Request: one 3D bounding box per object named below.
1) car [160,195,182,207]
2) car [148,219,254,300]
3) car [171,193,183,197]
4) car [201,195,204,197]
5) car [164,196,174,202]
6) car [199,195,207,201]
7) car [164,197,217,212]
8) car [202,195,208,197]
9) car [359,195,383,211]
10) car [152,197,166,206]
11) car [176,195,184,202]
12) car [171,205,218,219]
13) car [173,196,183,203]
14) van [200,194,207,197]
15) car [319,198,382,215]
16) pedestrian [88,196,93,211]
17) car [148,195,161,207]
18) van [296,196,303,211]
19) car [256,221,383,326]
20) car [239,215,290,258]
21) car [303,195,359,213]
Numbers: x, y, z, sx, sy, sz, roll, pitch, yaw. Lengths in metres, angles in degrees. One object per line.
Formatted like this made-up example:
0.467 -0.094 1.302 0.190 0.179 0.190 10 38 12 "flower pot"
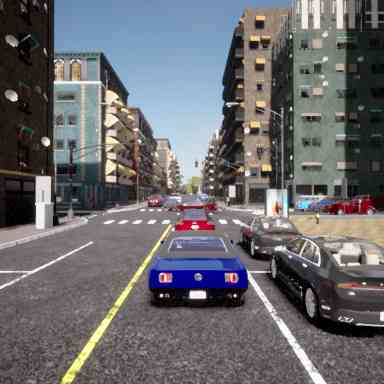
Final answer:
-2.974 1.565 48.709 2.033 1.411 5.357 0 0 1 "car"
0.121 1.603 8.347 1.895 1.301 4.718 0 0 0 "car"
-2.923 1.244 58.710 2.150 2.045 5.566 0 0 1 "car"
2.849 1.603 56.294 1.802 1.307 4.206 1 0 0 "car"
-5.471 1.597 78.641 1.947 1.339 4.313 1 0 0 "car"
2.938 1.581 89.721 1.887 1.381 4.507 1 0 0 "car"
0.040 1.572 35.065 5.357 1.411 2.033 0 -1 1 "car"
2.835 1.585 50.724 1.947 1.339 4.313 1 0 0 "car"
19.390 1.228 37.460 5.009 1.841 2.192 0 0 1 "car"
-5.530 1.566 56.357 1.887 1.381 4.507 1 0 0 "car"
-2.791 1.532 79.061 1.837 1.490 4.892 0 0 0 "car"
0.140 1.570 17.210 1.994 1.385 4.181 0 0 0 "car"
-2.827 1.591 68.652 1.994 1.385 4.181 0 0 0 "car"
2.911 1.373 78.580 1.690 1.788 3.998 1 0 0 "van"
13.780 1.413 29.133 4.206 1.307 1.802 0 0 1 "car"
-12.421 1.347 40.729 0.375 1.860 0.375 0 0 1 "pedestrian"
-5.541 1.334 50.786 2.192 1.841 5.009 1 0 0 "car"
13.863 1.296 37.514 3.998 1.788 1.690 0 0 1 "van"
2.848 1.553 6.961 2.008 1.369 4.403 1 0 0 "car"
2.863 1.555 12.530 2.008 1.369 4.403 1 0 0 "car"
14.518 1.264 34.926 4.553 1.767 2.097 0 -1 1 "car"
